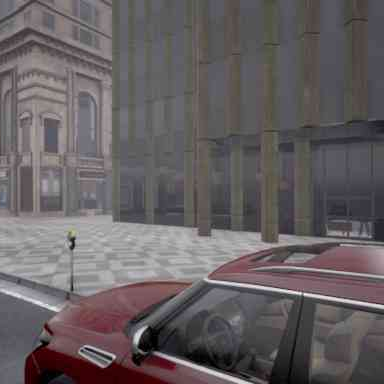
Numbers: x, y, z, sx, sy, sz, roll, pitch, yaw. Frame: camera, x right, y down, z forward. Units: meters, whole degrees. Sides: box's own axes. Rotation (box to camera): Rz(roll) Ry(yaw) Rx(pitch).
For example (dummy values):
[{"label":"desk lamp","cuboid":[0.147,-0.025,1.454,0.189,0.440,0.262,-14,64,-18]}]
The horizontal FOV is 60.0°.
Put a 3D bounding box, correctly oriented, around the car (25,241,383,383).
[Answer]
[{"label":"car","cuboid":[0.903,1.315,2.329,5.009,1.841,2.192,0,0,36]}]
